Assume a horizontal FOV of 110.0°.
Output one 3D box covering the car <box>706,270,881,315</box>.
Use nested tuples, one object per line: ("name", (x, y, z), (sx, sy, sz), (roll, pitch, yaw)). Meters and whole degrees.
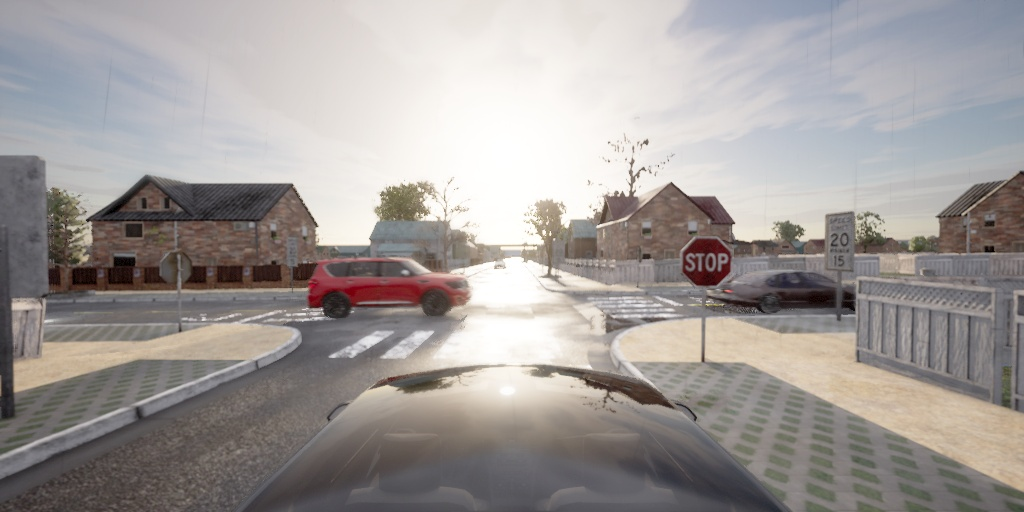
("car", (9.741, 1.192, 12.544), (5.357, 1.411, 2.033), (-1, 1, 1))

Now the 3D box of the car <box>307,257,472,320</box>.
("car", (-4.259, 1.048, 12.783), (5.566, 2.045, 2.150), (-2, 0, 1))

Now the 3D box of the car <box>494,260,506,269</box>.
("car", (-2.020, 1.461, 62.124), (1.812, 1.442, 4.674), (0, 0, 1))
